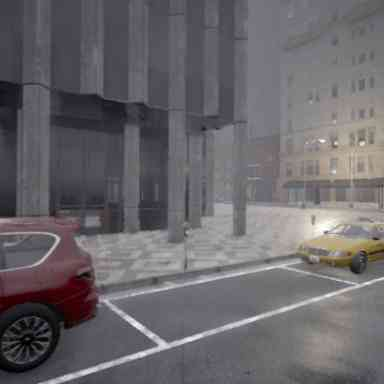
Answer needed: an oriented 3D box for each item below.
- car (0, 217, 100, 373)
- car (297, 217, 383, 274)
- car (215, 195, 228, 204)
[{"bbox_3d":[-3.688,1.316,4.123,5.009,1.841,2.192,0,1,-35],"label":"car"},{"bbox_3d":[5.332,1.518,10.556,4.829,1.417,1.752,0,1,-35],"label":"car"},{"bbox_3d":[3.642,1.131,52.150,1.812,1.442,4.674,1,0,-35],"label":"car"}]
